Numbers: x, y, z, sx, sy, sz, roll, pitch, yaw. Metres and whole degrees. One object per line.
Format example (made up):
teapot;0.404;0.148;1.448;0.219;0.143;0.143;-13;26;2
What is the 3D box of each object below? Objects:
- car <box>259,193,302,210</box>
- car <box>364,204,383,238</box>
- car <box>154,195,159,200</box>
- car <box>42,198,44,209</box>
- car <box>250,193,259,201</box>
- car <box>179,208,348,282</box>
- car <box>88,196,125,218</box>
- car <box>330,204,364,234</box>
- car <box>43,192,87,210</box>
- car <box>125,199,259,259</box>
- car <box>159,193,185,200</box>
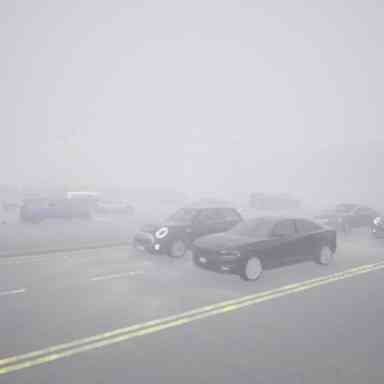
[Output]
car;10.073;1.048;36.913;4.605;1.855;1.932;0;0;-35
car;10.495;1.290;15.723;4.553;1.767;2.097;0;0;-35
car;-4.590;1.288;57.669;3.806;1.475;1.970;0;0;-35
car;-18.834;1.318;47.559;3.905;1.438;1.784;0;0;-35
car;8.444;1.050;39.306;3.866;1.878;1.905;0;0;-35
car;2.304;1.451;9.915;5.008;1.535;1.882;0;0;-35
car;-7.373;1.351;31.420;3.806;1.475;1.970;0;0;-35
car;8.825;1.428;18.826;4.902;1.511;2.128;0;0;-35
car;-17.213;1.107;45.158;4.605;1.855;1.932;0;0;-35
car;0.090;1.325;12.633;4.553;1.767;2.097;0;0;-35
car;-2.927;1.049;55.300;3.866;1.878;1.905;0;0;-35
